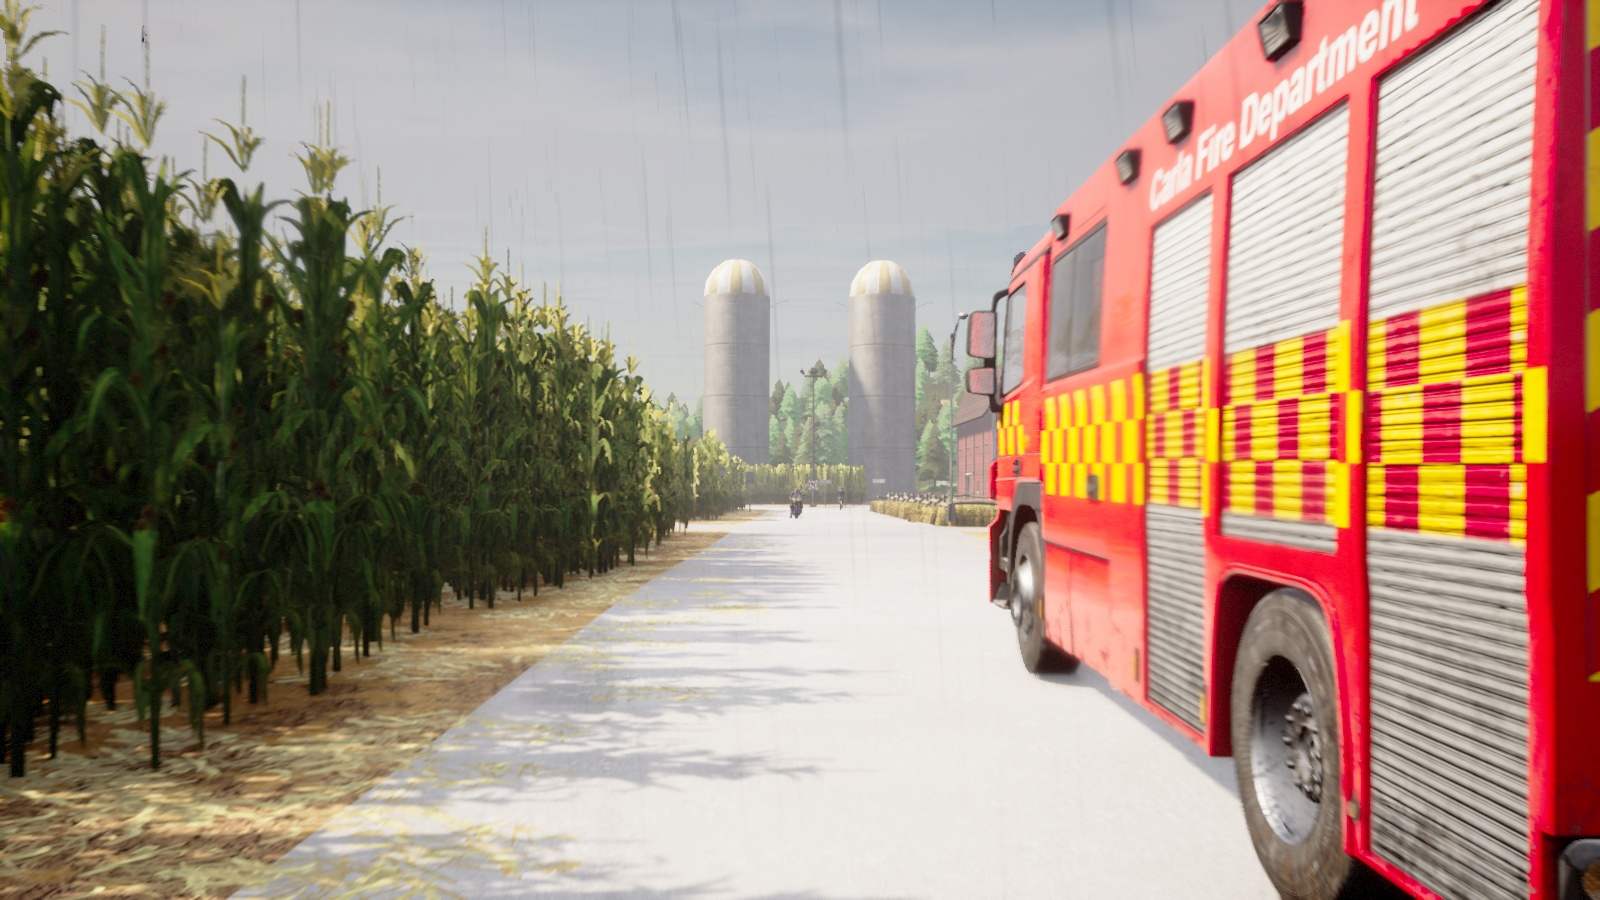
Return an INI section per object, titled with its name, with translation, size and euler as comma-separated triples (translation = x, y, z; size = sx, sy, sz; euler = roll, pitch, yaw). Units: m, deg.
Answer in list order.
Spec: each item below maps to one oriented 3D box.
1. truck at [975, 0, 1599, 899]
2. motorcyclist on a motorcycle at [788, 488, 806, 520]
[truck]
translation = 3.077, -0.256, 7.305
size = 2.891, 3.827, 8.468
euler = 0, -1, 0
[motorcyclist on a motorcycle]
translation = -0.146, 2.629, 61.326
size = 0.866, 1.530, 2.191
euler = 0, -2, 0
